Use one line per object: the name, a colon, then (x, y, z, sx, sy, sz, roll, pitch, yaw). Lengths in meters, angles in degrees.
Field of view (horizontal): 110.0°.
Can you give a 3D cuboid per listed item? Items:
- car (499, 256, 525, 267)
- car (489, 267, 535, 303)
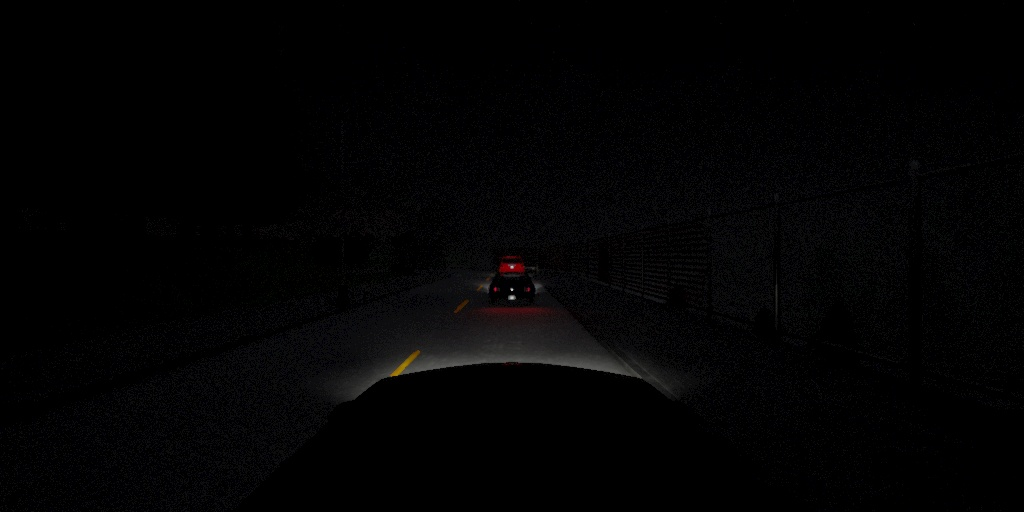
car: (0.000, 1.008, 31.530, 2.150, 2.045, 5.566, 0, 0, 0)
car: (0.000, 1.366, 16.530, 1.895, 1.301, 4.718, 0, 0, 0)
